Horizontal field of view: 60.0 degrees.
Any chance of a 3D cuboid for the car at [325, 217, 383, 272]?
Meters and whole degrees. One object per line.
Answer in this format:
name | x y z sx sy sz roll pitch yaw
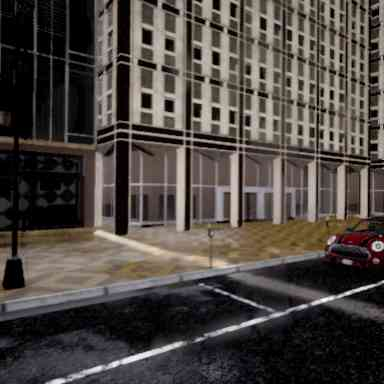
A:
car | 6.217 1.566 10.989 4.097 1.590 1.967 1 0 -35
